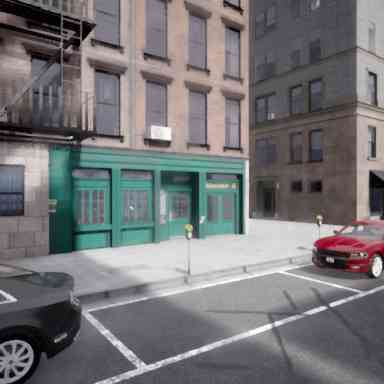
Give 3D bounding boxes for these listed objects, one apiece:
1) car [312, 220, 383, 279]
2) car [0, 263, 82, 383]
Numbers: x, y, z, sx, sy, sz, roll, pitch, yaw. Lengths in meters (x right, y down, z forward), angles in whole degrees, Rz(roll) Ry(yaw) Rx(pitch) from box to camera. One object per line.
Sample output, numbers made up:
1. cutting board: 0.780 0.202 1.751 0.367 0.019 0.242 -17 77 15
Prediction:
1. car: 5.464 1.543 10.056 4.507 1.381 1.887 0 0 -35
2. car: -3.525 1.551 3.679 4.403 1.369 2.008 0 0 -35
